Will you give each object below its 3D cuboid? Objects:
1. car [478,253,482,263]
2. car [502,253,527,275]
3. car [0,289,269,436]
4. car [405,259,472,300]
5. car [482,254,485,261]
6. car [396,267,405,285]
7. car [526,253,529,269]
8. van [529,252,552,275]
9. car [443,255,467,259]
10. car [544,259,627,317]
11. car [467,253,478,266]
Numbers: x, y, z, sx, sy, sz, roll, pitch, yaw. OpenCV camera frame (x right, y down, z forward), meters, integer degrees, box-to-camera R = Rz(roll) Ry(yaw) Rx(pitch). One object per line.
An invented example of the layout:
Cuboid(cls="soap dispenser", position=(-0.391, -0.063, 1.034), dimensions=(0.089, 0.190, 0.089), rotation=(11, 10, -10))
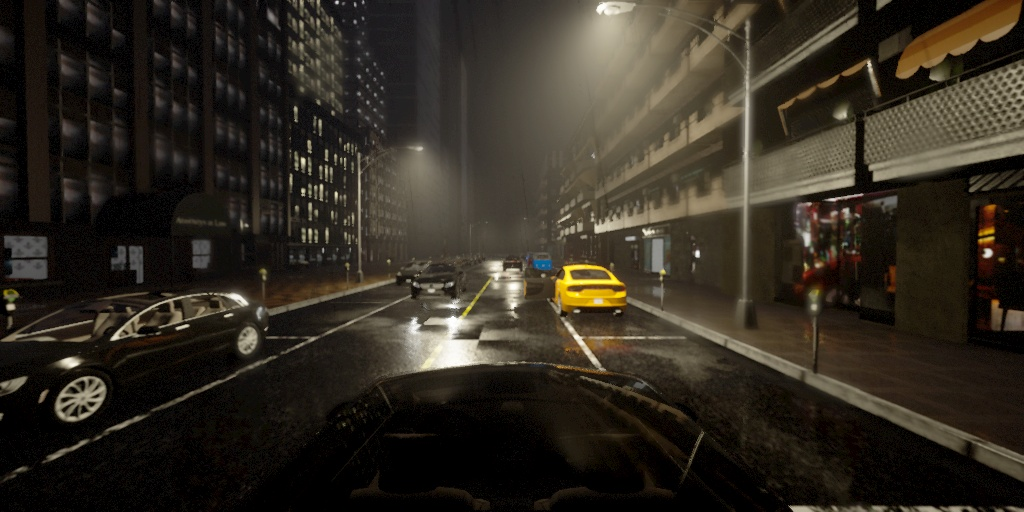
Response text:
Cuboid(cls="car", position=(-5.649, 0.509, 49.579), dimensions=(2.007, 1.370, 4.403), rotation=(0, 0, 0))
Cuboid(cls="car", position=(0.079, 0.682, 35.150), dimensions=(2.128, 1.511, 4.902), rotation=(0, 1, 0))
Cuboid(cls="car", position=(-5.689, 1.237, 5.403), dimensions=(2.007, 1.370, 4.403), rotation=(0, 0, 0))
Cuboid(cls="car", position=(-3.087, 1.032, 16.050), dimensions=(1.812, 1.442, 4.674), rotation=(0, 1, 0))
Cuboid(cls="car", position=(-5.644, 0.310, 55.101), dimensions=(1.967, 1.591, 4.097), rotation=(0, 0, 0))
Cuboid(cls="car", position=(-5.674, 0.973, 21.969), dimensions=(1.948, 1.339, 4.313), rotation=(0, 0, 0))
Cuboid(cls="car", position=(2.727, 0.592, 44.048), dimensions=(1.888, 1.381, 4.507), rotation=(0, 0, 0))
Cuboid(cls="van", position=(2.717, 0.566, 33.005), dimensions=(1.690, 1.789, 3.998), rotation=(0, 0, 0))
Cuboid(cls="car", position=(-5.664, 0.665, 33.013), dimensions=(1.967, 1.591, 4.097), rotation=(0, 0, 0))
Cuboid(cls="car", position=(2.370, 1.048, 12.280), dimensions=(1.882, 1.535, 5.008), rotation=(0, 1, 0))
Cuboid(cls="car", position=(-5.654, 0.597, 44.056), dimensions=(2.007, 1.370, 4.403), rotation=(0, 0, 0))
